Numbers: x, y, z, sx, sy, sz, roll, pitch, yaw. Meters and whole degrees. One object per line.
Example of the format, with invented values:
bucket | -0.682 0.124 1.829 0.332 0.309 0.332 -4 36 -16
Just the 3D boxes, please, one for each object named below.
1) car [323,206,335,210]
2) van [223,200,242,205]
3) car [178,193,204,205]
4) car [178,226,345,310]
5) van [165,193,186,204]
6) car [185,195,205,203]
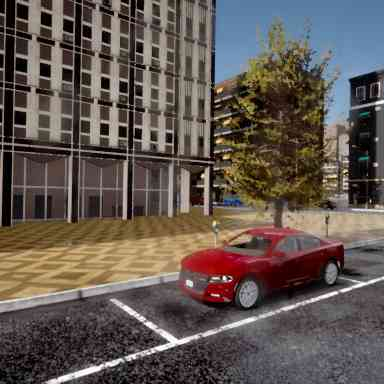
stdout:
car | 17.016 1.586 44.123 1.947 1.339 4.313 2 -1 -36
van | 7.136 1.314 57.825 1.690 1.788 3.998 2 -1 -36
car | 0.342 1.130 52.923 2.192 1.841 5.009 2 -1 -36
car | 1.780 1.547 7.834 4.507 1.381 1.887 0 1 -36
van | -2.953 1.142 57.489 1.690 1.788 3.998 2 -1 -36
car | 0.545 1.386 66.958 1.967 1.590 4.097 1 -1 -36
